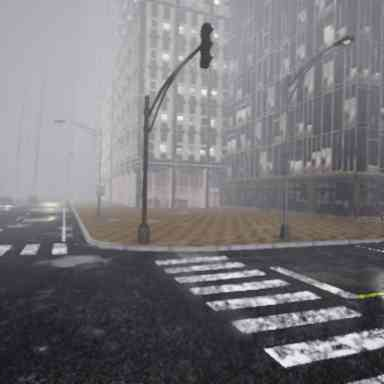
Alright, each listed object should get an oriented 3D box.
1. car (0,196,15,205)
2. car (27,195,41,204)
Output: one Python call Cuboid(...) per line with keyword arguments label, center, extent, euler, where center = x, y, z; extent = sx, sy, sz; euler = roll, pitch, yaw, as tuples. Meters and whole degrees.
Cuboid(label="car", center=(-27.590, 1.232, 49.404), extent=(1.994, 1.385, 4.181), euler=(1, 0, -21))
Cuboid(label="car", center=(-26.483, 1.270, 55.621), extent=(2.033, 1.411, 5.357), euler=(1, 0, -21))
